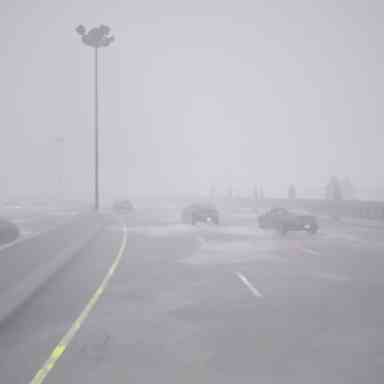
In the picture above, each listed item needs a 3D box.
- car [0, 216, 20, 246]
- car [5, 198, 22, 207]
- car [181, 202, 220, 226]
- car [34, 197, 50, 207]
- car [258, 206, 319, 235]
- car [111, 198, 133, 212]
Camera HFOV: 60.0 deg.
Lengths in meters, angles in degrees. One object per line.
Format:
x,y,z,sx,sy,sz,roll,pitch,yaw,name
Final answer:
-8.265,1.588,12.813,1.994,1.385,4.181,0,0,-9,car
-28.457,1.635,52.814,1.994,1.385,4.181,0,0,-35,car
0.510,1.480,23.492,1.837,1.490,4.892,0,0,-13,car
-23.273,1.576,51.526,1.812,1.442,4.674,0,0,-33,car
5.184,1.485,18.356,1.812,1.442,4.674,0,0,-10,car
-8.231,1.489,38.701,2.128,1.511,4.902,0,0,-23,car
